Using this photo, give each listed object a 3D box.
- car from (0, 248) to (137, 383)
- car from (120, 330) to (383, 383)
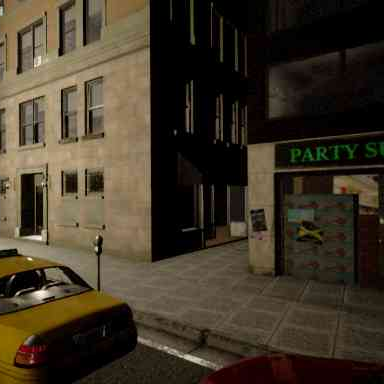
[{"bbox_3d":[-2.955,1.526,4.970,4.829,1.417,1.752,0,-1,36],"label":"car"},{"bbox_3d":[1.799,1.582,1.571,4.206,1.307,1.802,0,-1,36],"label":"car"}]
